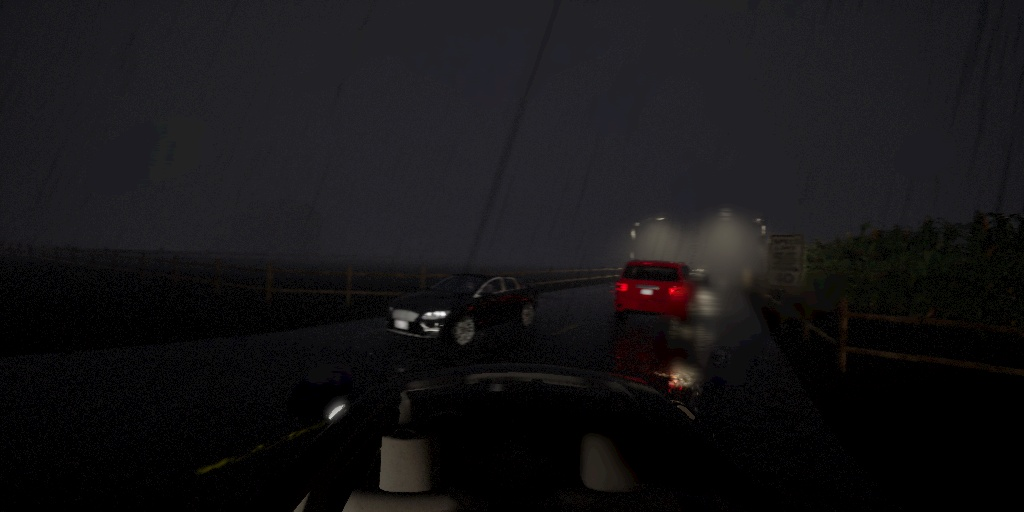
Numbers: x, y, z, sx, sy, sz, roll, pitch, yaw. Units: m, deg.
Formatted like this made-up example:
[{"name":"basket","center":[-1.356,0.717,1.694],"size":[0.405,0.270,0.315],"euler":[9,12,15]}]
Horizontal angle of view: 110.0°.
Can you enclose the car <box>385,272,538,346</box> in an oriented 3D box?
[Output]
[{"name":"car","center":[-1.005,1.200,9.473],"size":[2.128,1.511,4.902],"euler":[2,0,31]}]

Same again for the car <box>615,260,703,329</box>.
[{"name":"car","center":[5.316,1.204,12.814],"size":[2.150,2.045,5.566],"euler":[2,0,31]}]

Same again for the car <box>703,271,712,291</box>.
[{"name":"car","center":[14.845,1.884,28.875],"size":[2.128,1.511,4.902],"euler":[2,0,31]}]
